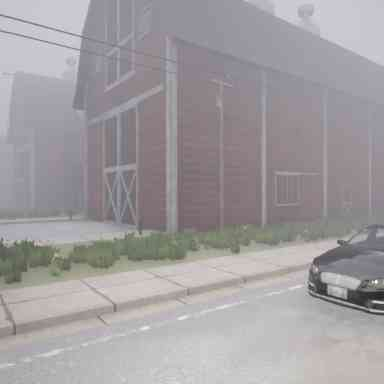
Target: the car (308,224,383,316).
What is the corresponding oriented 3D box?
[{"bbox_3d":[4.521,1.464,7.216,4.902,1.511,2.128,0,0,-36],"label":"car"}]
